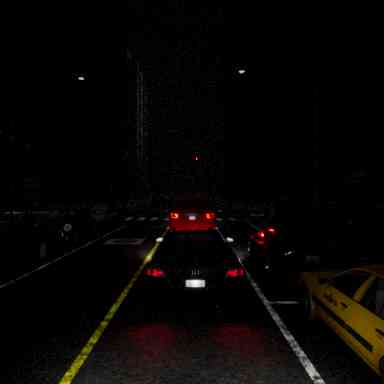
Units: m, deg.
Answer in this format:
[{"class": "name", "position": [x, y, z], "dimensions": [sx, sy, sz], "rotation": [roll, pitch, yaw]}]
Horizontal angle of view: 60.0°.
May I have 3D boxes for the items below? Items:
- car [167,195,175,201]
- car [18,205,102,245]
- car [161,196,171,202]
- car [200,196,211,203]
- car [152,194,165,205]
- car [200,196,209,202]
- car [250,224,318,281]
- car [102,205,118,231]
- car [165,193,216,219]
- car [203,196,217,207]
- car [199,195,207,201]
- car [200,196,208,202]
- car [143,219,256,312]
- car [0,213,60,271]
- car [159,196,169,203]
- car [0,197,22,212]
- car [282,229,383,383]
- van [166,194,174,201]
[{"class": "car", "position": [-5.693, 1.585, 90.629], "dimensions": [2.008, 1.369, 4.403], "rotation": [0, 0, 0]}, {"class": "car", "position": [-5.752, 1.441, 15.139], "dimensions": [1.967, 1.590, 4.097], "rotation": [0, 0, 0]}, {"class": "car", "position": [-5.706, 1.548, 74.146], "dimensions": [1.752, 1.417, 4.829], "rotation": [0, 0, 0]}, {"class": "car", "position": [2.815, 1.571, 68.871], "dimensions": [2.008, 1.369, 4.403], "rotation": [0, 0, 0]}, {"class": "car", "position": [-5.719, 1.329, 58.003], "dimensions": [2.192, 1.841, 5.009], "rotation": [0, 0, 0]}, {"class": "car", "position": [2.819, 1.568, 74.309], "dimensions": [1.887, 1.381, 4.507], "rotation": [0, 0, 0]}, {"class": "car", "position": [2.769, 1.566, 9.677], "dimensions": [1.947, 1.339, 4.313], "rotation": [0, 0, 0]}, {"class": "car", "position": [-5.748, 1.527, 20.425], "dimensions": [1.752, 1.417, 4.829], "rotation": [0, 0, 0]}, {"class": "car", "position": [0.017, 1.223, 17.227], "dimensions": [2.150, 2.045, 5.566], "rotation": [0, 0, 0]}, {"class": "car", "position": [2.802, 1.452, 52.559], "dimensions": [1.967, 1.590, 4.097], "rotation": [0, 0, 0]}, {"class": "car", "position": [2.828, 1.556, 85.354], "dimensions": [1.752, 1.417, 4.829], "rotation": [0, 0, 0]}, {"class": "car", "position": [2.823, 1.572, 79.747], "dimensions": [1.887, 1.381, 4.507], "rotation": [0, 0, 0]}, {"class": "car", "position": [0.065, 1.564, 7.807], "dimensions": [1.994, 1.385, 4.181], "rotation": [0, 0, 0]}, {"class": "car", "position": [-5.756, 1.545, 9.681], "dimensions": [1.887, 1.381, 4.507], "rotation": [0, 0, 0]}, {"class": "car", "position": [-5.710, 1.602, 68.878], "dimensions": [1.802, 1.307, 4.206], "rotation": [0, 0, 0]}, {"class": "car", "position": [-19.040, 1.135, 32.062], "dimensions": [5.008, 1.535, 1.882], "rotation": [1, 0, 1]}, {"class": "car", "position": [2.765, 1.525, 4.390], "dimensions": [1.752, 1.417, 4.829], "rotation": [0, 0, 0]}, {"class": "van", "position": [-5.698, 1.372, 85.191], "dimensions": [1.690, 1.788, 3.998], "rotation": [0, 0, 0]}]
